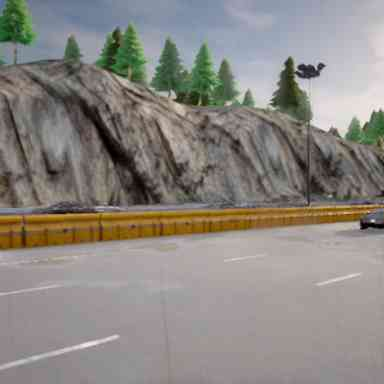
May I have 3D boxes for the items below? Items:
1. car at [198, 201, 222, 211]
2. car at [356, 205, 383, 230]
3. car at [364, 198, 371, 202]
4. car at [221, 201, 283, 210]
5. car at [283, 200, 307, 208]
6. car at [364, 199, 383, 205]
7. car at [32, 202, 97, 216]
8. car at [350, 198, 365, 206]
[{"bbox_3d":[2.796,1.661,31.809,4.892,1.490,1.837,1,-1,-36],"label":"car"},{"bbox_3d":[12.635,1.732,21.388,4.181,1.385,1.994,1,0,-36],"label":"car"},{"bbox_3d":[28.869,1.886,50.614,4.902,1.511,2.128,1,0,-36],"label":"car"},{"bbox_3d":[5.376,1.651,29.351,4.902,1.511,2.128,1,0,-36],"label":"car"},{"bbox_3d":[13.473,1.818,43.770,5.357,1.411,2.033,1,0,-36],"label":"car"},{"bbox_3d":[24.936,1.939,43.353,4.718,1.301,1.895,1,0,-36],"label":"car"},{"bbox_3d":[-10.210,1.560,26.813,4.892,1.490,1.837,1,-1,-36],"label":"car"},{"bbox_3d":[27.648,1.753,54.088,4.553,1.767,2.097,1,0,-36],"label":"car"}]
